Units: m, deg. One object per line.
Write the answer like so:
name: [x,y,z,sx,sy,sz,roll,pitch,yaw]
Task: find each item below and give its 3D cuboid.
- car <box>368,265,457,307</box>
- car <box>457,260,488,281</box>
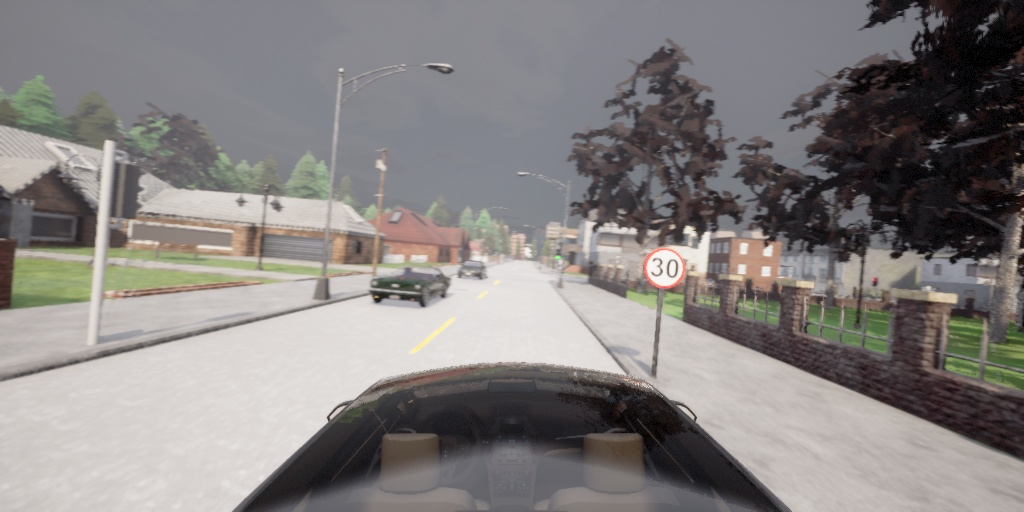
car: [-3.710,1.051,13.855,1.895,1.301,4.718,5,0,3]
car: [-3.024,1.057,28.338,1.812,1.442,4.674,5,0,3]
